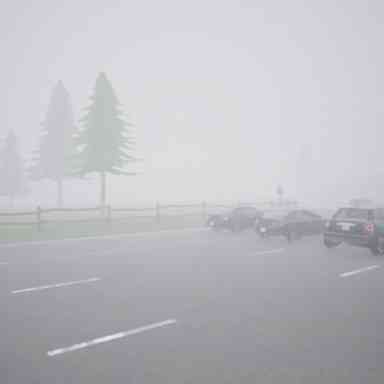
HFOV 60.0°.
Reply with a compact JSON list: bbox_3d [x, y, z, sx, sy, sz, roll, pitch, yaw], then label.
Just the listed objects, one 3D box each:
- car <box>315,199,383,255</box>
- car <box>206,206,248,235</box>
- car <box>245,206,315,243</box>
[{"bbox_3d":[7.324,1.318,13.307,4.553,1.767,2.097,0,0,-35],"label":"car"},{"bbox_3d":[2.923,1.494,18.768,4.674,1.442,1.812,0,0,-35],"label":"car"},{"bbox_3d":[5.027,1.494,15.969,4.674,1.442,1.812,0,0,-35],"label":"car"}]
